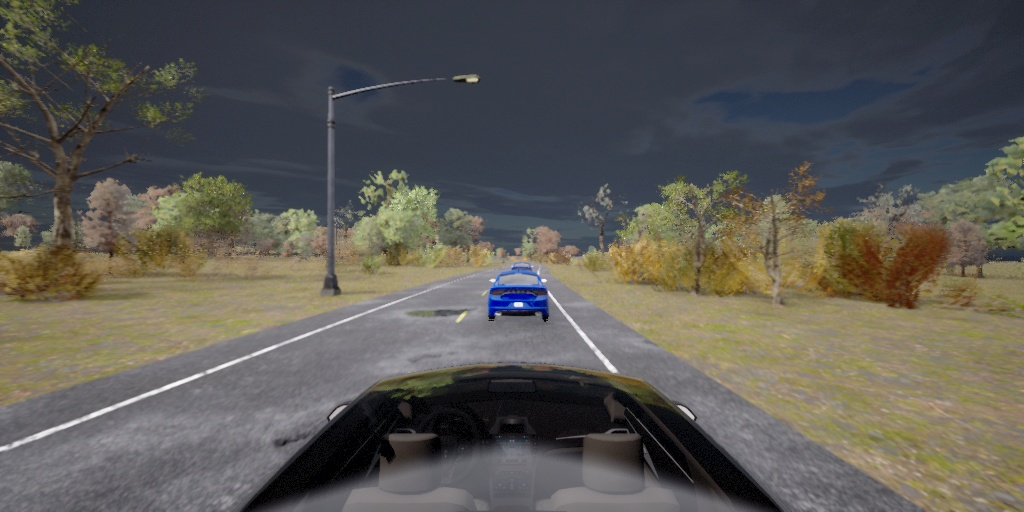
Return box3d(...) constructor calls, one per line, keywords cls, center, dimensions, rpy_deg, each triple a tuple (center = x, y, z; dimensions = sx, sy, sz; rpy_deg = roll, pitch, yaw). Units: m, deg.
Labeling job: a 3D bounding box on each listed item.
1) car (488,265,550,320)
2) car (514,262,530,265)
box3d(cls="car", center=(0.228, 1.238, 12.687), dimensions=(1.882, 1.535, 5.008), rpy_deg=(0, 0, 1))
box3d(cls="car", center=(0.932, 1.299, 32.956), dimensions=(1.882, 1.535, 5.008), rpy_deg=(0, 0, 3))
